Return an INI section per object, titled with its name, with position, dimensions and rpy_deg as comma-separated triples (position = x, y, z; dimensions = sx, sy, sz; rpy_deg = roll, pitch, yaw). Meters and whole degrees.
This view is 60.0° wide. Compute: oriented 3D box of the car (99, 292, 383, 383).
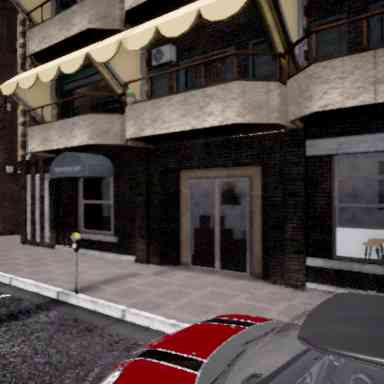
[car]
position = 1.111, 1.441, 2.083
dimensions = 4.097, 1.590, 1.967
rpy_deg = 0, 0, 35
